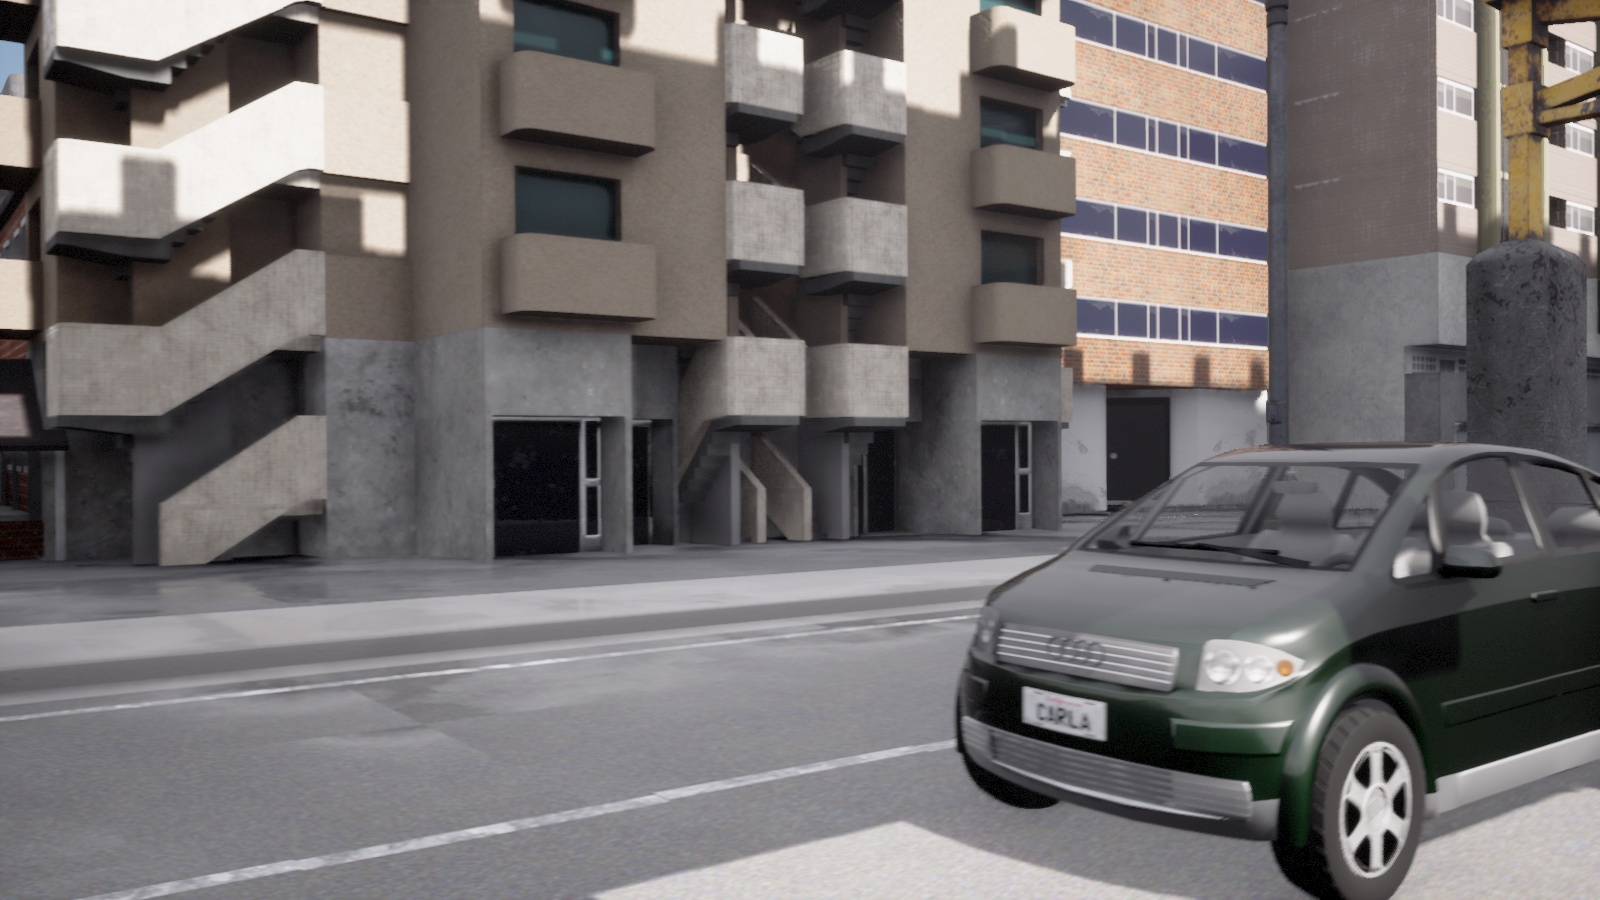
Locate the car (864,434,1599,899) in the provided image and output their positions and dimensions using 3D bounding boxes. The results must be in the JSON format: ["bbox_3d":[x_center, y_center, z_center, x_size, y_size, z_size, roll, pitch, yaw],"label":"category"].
[{"bbox_3d":[2.278,0.734,5.410,3.705,1.549,1.789,0,0,-37],"label":"car"}]
